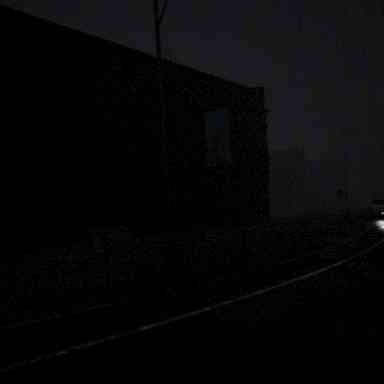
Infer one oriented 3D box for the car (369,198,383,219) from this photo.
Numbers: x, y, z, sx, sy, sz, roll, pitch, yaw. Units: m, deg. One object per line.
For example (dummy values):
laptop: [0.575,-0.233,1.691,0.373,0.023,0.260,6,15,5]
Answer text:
car: [19.545,1.586,33.602,2.150,2.045,5.566,-3,-2,16]
